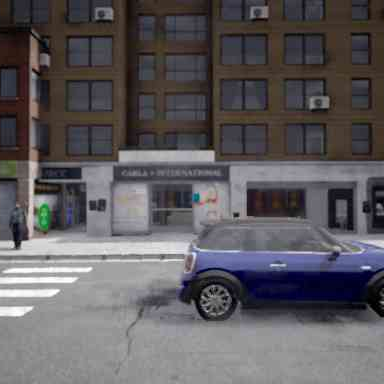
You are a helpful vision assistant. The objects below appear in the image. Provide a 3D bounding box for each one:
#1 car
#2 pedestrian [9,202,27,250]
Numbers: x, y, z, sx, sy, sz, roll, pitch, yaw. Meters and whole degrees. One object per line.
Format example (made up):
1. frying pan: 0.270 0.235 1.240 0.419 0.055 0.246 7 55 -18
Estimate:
1. car: 2.017 1.305 6.623 4.553 1.767 2.097 0 0 1
2. pedestrian: -6.646 1.264 12.648 0.375 1.860 0.375 0 0 1
